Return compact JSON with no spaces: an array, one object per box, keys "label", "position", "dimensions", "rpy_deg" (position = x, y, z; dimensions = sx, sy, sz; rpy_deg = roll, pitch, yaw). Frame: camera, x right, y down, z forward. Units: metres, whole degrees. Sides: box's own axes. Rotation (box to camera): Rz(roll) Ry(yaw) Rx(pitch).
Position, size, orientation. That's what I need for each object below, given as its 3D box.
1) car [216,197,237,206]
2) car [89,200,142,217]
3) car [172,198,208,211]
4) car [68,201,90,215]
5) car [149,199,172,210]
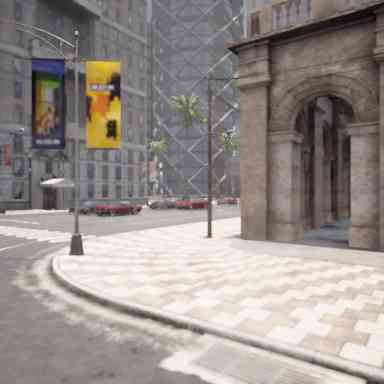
[{"label":"car","position":[5.905,1.538,55.896],"dimensions":[1.812,1.442,4.674],"rpy_deg":[0,0,36]},{"label":"car","position":[-7.035,1.612,31.867],"dimensions":[1.895,1.301,4.718],"rpy_deg":[0,0,35]},{"label":"car","position":[0.094,1.489,41.893],"dimensions":[1.882,1.535,5.008],"rpy_deg":[0,0,36]},{"label":"car","position":[-9.860,1.560,33.938],"dimensions":[2.033,1.411,5.357],"rpy_deg":[0,0,35]},{"label":"car","position":[-3.602,1.577,42.745],"dimensions":[1.994,1.385,4.181],"rpy_deg":[0,0,36]}]
